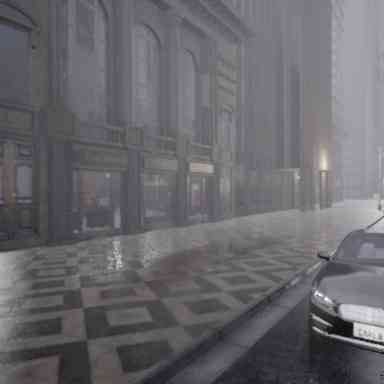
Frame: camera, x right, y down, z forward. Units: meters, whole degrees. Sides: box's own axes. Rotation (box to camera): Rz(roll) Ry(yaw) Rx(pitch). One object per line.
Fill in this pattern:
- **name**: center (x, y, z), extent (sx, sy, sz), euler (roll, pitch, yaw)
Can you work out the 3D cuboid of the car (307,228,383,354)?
- **car**: center (3.593, 1.491, 6.184), extent (2.128, 1.511, 4.902), euler (0, 0, 34)
